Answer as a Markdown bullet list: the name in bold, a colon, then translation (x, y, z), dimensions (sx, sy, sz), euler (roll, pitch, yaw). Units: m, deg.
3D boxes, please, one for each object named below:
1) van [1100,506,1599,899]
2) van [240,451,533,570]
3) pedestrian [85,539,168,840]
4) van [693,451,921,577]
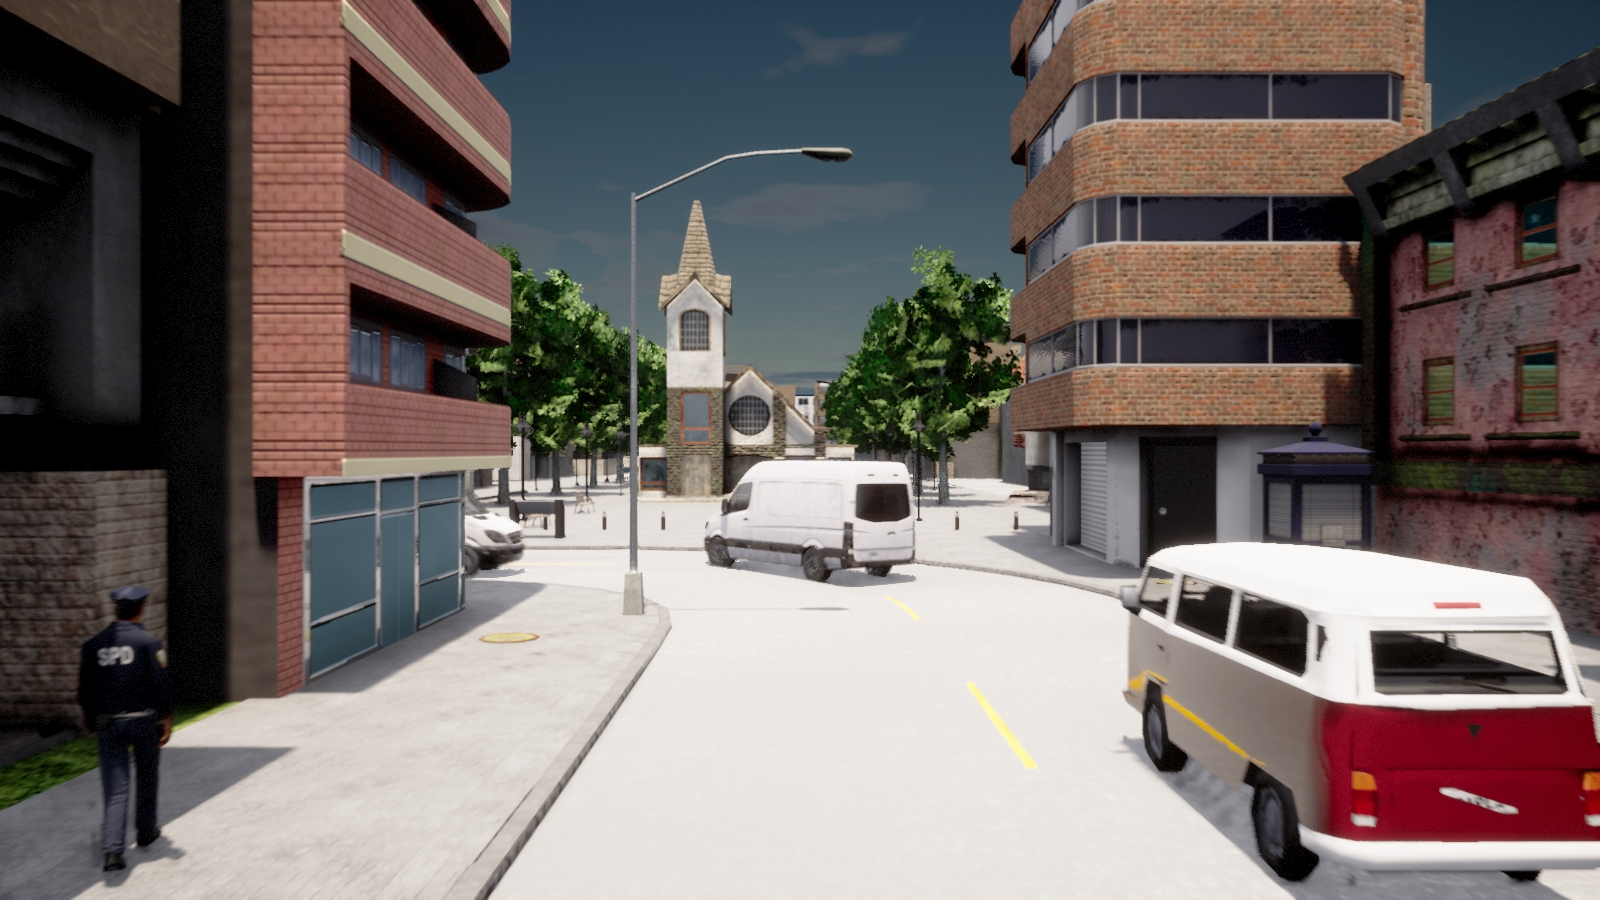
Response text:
- **van**: translation (3.938, 1.562, 8.802), dimensions (2.069, 2.038, 4.480), euler (0, 0, 0)
- **van**: translation (-9.215, 1.314, 25.773), dimensions (5.915, 2.561, 1.988), euler (0, 0, 3)
- **pedestrian**: translation (-4.360, 1.523, 7.413), dimensions (0.375, 1.860, 0.375), euler (0, 0, -15)
- **van**: translation (-0.009, 1.316, 26.188), dimensions (1.988, 2.561, 5.915), euler (1, -1, -37)
